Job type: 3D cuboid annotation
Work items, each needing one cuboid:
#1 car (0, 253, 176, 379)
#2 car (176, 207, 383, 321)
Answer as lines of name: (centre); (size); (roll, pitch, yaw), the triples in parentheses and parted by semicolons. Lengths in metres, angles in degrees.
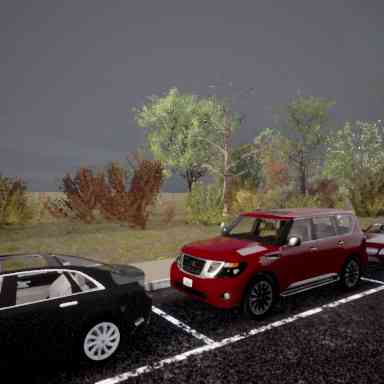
car: (-2.635, 1.551, 4.209); (4.403, 1.369, 2.008); (0, 1, -35)
car: (1.971, 1.316, 7.487); (5.009, 1.841, 2.192); (0, 1, -35)
